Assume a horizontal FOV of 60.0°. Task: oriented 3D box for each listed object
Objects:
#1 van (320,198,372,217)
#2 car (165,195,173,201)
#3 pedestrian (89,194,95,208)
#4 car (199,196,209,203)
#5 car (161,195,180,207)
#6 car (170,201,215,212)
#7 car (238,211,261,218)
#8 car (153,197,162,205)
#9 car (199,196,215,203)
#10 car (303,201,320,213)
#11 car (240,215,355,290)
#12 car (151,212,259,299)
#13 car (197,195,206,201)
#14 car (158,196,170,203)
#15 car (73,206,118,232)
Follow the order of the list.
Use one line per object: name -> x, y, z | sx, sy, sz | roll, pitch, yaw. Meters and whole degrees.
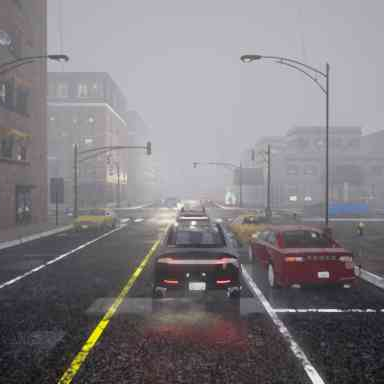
van -> 14.587, 1.415, 31.168 | 3.998, 1.788, 1.690 | 0, 0, -1
car -> -5.896, 1.601, 86.825 | 1.752, 1.417, 4.829 | 0, 0, 0
pedestrian -> -12.727, 1.082, 42.225 | 0.375, 1.860, 0.375 | 0, 0, -1
car -> 2.524, 1.599, 69.937 | 2.008, 1.369, 4.403 | 0, 0, 0
car -> -3.211, 1.548, 50.411 | 1.812, 1.442, 4.674 | 0, 0, 0
car -> 0.059, 1.494, 18.806 | 2.128, 1.511, 4.902 | 0, 0, 0
car -> 2.651, 1.526, 14.848 | 1.752, 1.417, 4.829 | 0, 0, 0
car -> -5.830, 1.583, 58.512 | 2.008, 1.369, 4.403 | 0, 0, 0
car -> 2.563, 1.465, 52.846 | 1.967, 1.590, 4.097 | 0, 0, 0
car -> 14.579, 1.598, 36.958 | 4.181, 1.385, 1.994 | 0, 0, -1
car -> 2.665, 1.544, 8.981 | 1.887, 1.381, 4.507 | 0, 0, 0
car -> 0.083, 1.491, 8.436 | 2.128, 1.511, 4.902 | 0, 0, 0
car -> 2.485, 1.627, 87.027 | 2.008, 1.369, 4.403 | -1, 0, 0
car -> -5.856, 1.599, 69.905 | 2.008, 1.369, 4.403 | 0, 0, 0
car -> -5.742, 1.528, 20.190 | 1.752, 1.417, 4.829 | 0, 0, 0
